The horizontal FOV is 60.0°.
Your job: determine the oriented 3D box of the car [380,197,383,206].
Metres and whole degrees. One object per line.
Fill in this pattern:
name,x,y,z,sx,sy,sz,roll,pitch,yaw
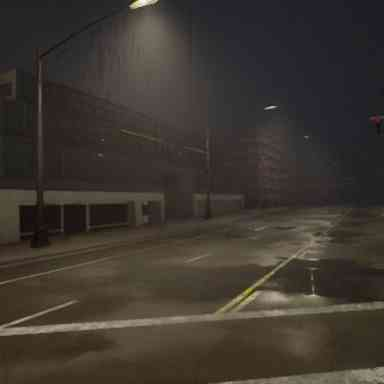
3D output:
car,47.888,2.674,81.909,1.994,1.385,4.181,-2,-3,29
